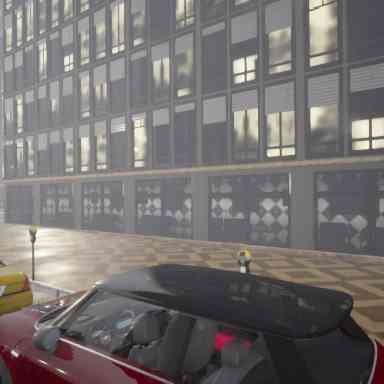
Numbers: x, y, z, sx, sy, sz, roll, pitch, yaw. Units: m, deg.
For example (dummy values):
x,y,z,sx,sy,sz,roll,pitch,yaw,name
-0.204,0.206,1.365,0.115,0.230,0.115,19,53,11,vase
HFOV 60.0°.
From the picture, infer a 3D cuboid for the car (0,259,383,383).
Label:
x,y,z,sx,sy,sz,roll,pitch,yaw,name
-0.350,1.441,3.143,4.097,1.590,1.967,0,-1,35,car
